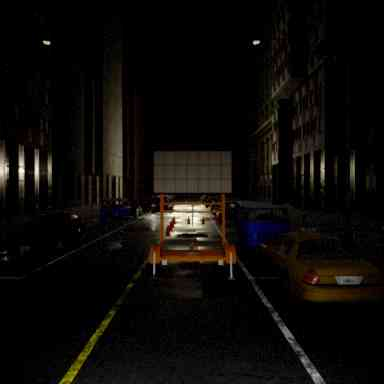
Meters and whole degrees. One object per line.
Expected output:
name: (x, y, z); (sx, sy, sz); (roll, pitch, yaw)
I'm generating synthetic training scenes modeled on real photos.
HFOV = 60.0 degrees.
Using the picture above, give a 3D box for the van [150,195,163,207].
van: (-5.648, 1.349, 53.119); (1.690, 1.788, 3.998); (0, 0, 0)

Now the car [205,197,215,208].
car: (2.840, 1.555, 36.200); (2.008, 1.369, 4.403); (0, 0, 0)

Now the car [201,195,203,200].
car: (2.878, 1.574, 53.109); (1.947, 1.339, 4.313); (0, 0, 0)

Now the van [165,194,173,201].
van: (-5.585, 1.356, 81.302); (1.690, 1.788, 3.998); (0, 0, 0)

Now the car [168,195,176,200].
car: (-5.560, 1.570, 92.575); (2.008, 1.369, 4.403); (0, 0, 0)

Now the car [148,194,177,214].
car: (-3.020, 1.356, 34.592); (2.097, 1.767, 4.553); (0, 0, 0)

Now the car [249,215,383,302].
car: (2.778, 1.525, 8.189); (1.752, 1.417, 4.829); (0, 0, 0)

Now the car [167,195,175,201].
car: (-5.573, 1.542, 86.769); (1.752, 1.417, 4.829); (0, 0, 0)

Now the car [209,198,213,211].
car: (2.828, 1.529, 30.734); (1.752, 1.417, 4.829); (0, 0, 0)

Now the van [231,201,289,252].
van: (2.789, 1.342, 13.655); (1.690, 1.788, 3.998); (0, 0, 0)

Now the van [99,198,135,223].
van: (-5.711, 1.344, 24.935); (1.690, 1.788, 3.998); (0, 0, 0)

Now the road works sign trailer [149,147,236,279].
road works sign trailer: (0.022, 0.465, 9.977); (2.380, 3.560, 2.880); (0, 0, 0)

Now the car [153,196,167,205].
car: (-5.635, 1.449, 58.755); (1.967, 1.590, 4.097); (0, 0, 0)

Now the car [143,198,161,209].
car: (-5.660, 1.552, 47.482); (1.887, 1.381, 4.507); (0, 0, 0)

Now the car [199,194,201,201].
car: (2.890, 1.324, 58.746); (2.192, 1.841, 5.009); (0, 0, 0)

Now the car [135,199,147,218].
car: (-5.697, 1.570, 30.572); (1.947, 1.339, 4.313); (0, 0, 0)

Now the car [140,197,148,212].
car: (-5.685, 1.571, 36.208); (1.947, 1.339, 4.313); (0, 0, 0)

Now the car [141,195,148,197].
car: (-5.673, 1.321, 41.845); (2.192, 1.841, 5.009); (0, 0, 0)

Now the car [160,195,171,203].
car: (-5.610, 1.452, 70.029); (1.967, 1.590, 4.097); (0, 0, 0)

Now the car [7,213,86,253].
car: (-5.735, 1.567, 13.661); (1.947, 1.339, 4.313); (0, 0, 0)

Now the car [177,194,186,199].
car: (-2.800, 1.188, 90.013); (2.097, 1.767, 4.553); (0, 0, 0)

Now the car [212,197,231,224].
car: (2.815, 1.443, 24.928); (1.967, 1.590, 4.097); (0, 0, 0)

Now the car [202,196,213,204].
car: (2.903, 1.555, 64.382); (1.887, 1.381, 4.507); (0, 0, 0)

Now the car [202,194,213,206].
car: (2.865, 1.447, 47.472); (1.967, 1.590, 4.097); (0, 0, 0)

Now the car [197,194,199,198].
car: (2.940, 1.455, 81.290); (1.967, 1.590, 4.097); (0, 0, 0)
